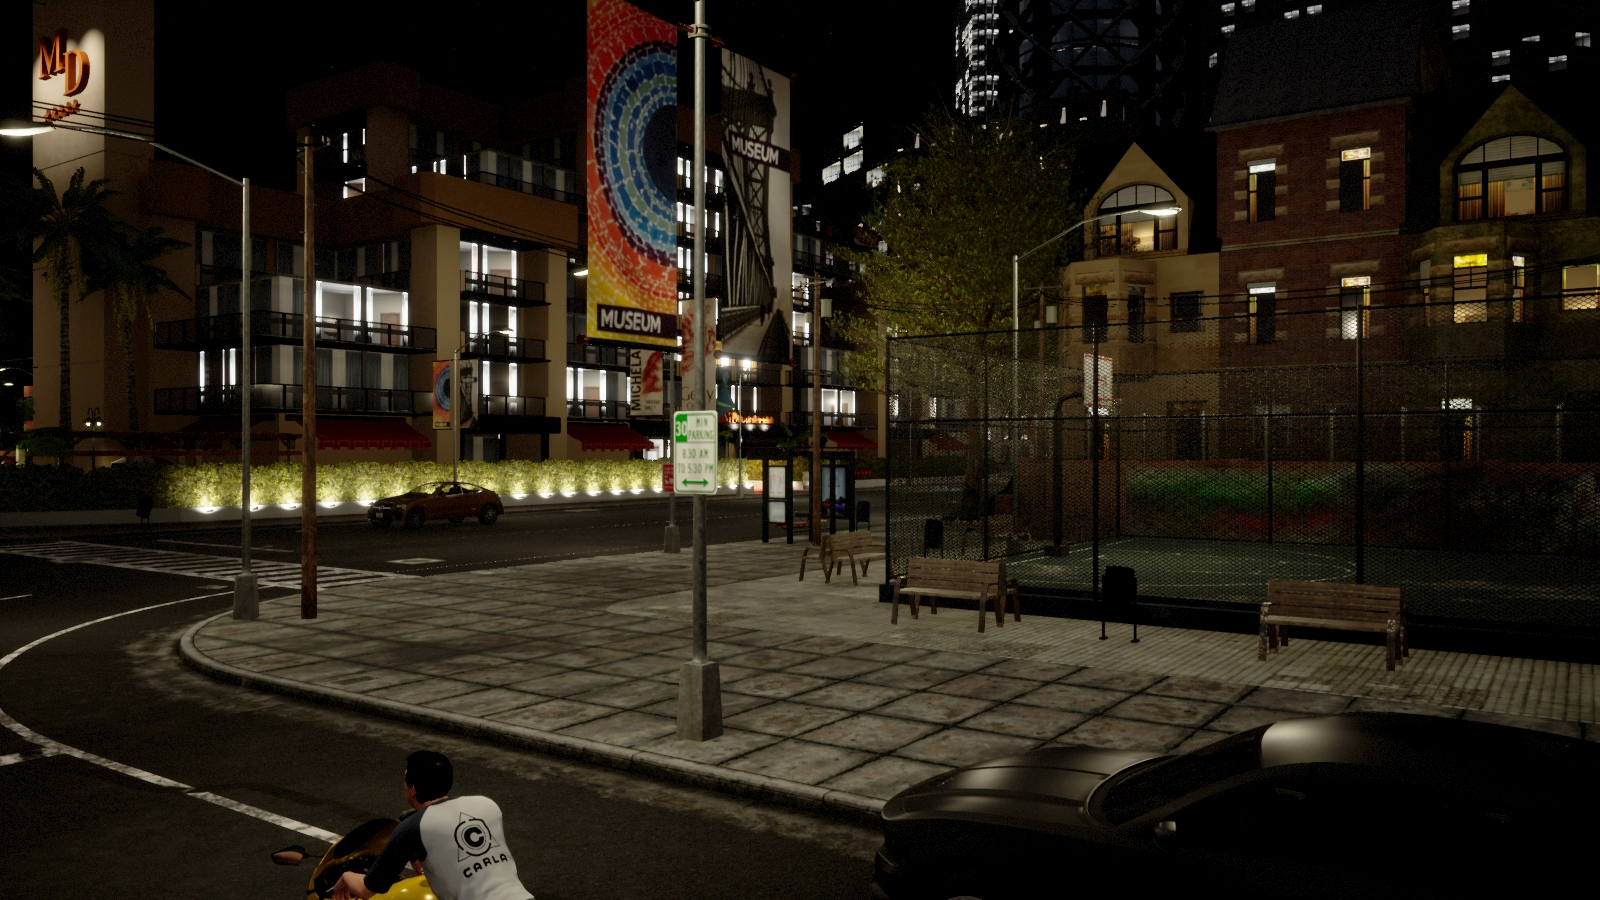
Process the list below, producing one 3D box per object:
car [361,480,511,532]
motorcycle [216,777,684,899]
[{"bbox_3d":[-13.322,1.992,42.110,2.152,1.651,5.027,0,0,34],"label":"car"},{"bbox_3d":[-1.529,2.213,4.819,2.033,1.145,0.803,0,0,35],"label":"motorcycle"}]
